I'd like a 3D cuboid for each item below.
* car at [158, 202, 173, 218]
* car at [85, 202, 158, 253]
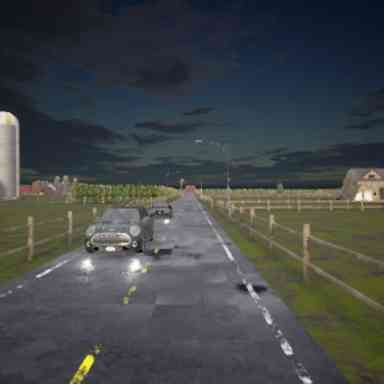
[{"bbox_3d":[-2.777,1.637,30.739,1.994,1.385,4.181,0,0,0],"label":"car"},{"bbox_3d":[-2.813,1.387,13.783,2.097,1.767,4.553,0,0,0],"label":"car"}]
